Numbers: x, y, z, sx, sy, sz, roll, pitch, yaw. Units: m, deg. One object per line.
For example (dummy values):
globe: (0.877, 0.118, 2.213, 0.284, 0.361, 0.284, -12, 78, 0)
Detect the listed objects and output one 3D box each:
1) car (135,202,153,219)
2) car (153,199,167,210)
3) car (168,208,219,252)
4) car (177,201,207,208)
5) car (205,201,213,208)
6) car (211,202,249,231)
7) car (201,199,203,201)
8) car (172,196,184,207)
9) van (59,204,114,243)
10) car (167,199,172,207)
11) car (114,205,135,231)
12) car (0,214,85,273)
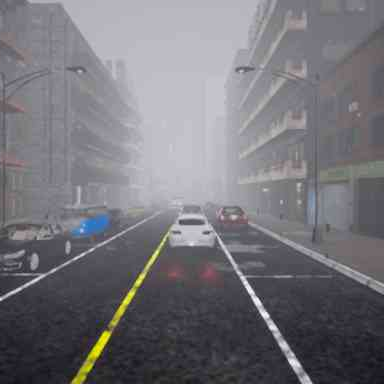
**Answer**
car: (-5.340, 1.836, 33.295, 1.752, 1.417, 4.829, -1, -1, 0)
car: (-5.347, 2.020, 50.419, 2.008, 1.369, 4.403, -1, -1, 0)
car: (-0.001, 1.661, 14.407, 1.812, 1.442, 4.674, 0, 0, 0)
car: (-0.012, 1.818, 28.990, 2.033, 1.411, 5.357, 0, -1, 0)
car: (2.538, 1.948, 39.211, 1.802, 1.307, 4.206, -1, -1, 0)
car: (2.544, 1.648, 22.221, 1.967, 1.590, 4.097, -1, -1, 0)
car: (2.535, 1.963, 44.876, 1.887, 1.381, 4.507, -1, -1, 0)
car: (-2.810, 1.830, 64.578, 2.150, 2.045, 5.566, 0, -1, 1)
van: (-5.335, 1.496, 16.514, 1.690, 1.788, 3.998, -1, -1, 0)
car: (-5.484, 2.030, 63.494, 1.967, 1.590, 4.097, -1, -1, 0)
car: (-5.334, 1.773, 22.163, 1.947, 1.339, 4.313, -1, -1, 0)
car: (-5.330, 1.653, 10.860, 2.008, 1.369, 4.403, -1, -1, 0)
